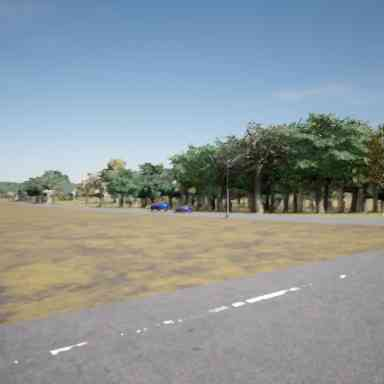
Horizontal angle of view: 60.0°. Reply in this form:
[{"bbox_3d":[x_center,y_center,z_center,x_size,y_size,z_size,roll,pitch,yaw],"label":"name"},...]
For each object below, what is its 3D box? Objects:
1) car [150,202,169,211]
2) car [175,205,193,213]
[{"bbox_3d":[-7.104,3.167,72.859,2.150,2.045,5.566,1,-2,-33],"label":"car"},{"bbox_3d":[-1.608,3.343,64.448,1.812,1.442,4.674,1,-2,-33],"label":"car"}]
